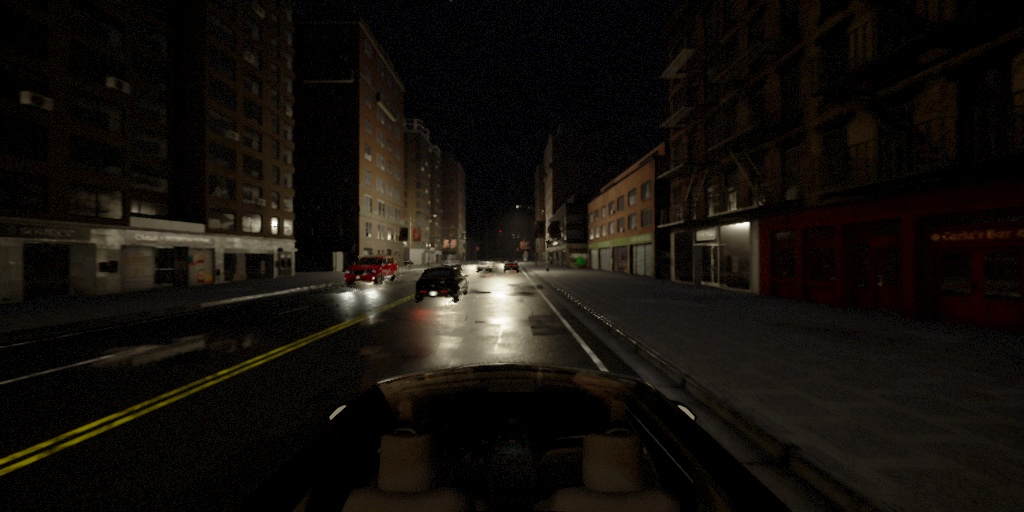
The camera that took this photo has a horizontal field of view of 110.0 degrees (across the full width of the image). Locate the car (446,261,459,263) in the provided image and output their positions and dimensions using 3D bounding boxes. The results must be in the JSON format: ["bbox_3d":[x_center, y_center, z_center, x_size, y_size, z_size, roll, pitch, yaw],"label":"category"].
[{"bbox_3d":[-6.760,1.268,40.206,2.128,1.511,4.902,0,0,0],"label":"car"}]

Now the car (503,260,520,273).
[{"bbox_3d":[-0.091,1.257,44.022,1.837,1.490,4.892,0,0,0],"label":"car"}]

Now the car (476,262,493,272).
[{"bbox_3d":[-3.344,1.364,45.043,1.895,1.301,4.718,0,0,0],"label":"car"}]

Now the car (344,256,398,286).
[{"bbox_3d":[-9.956,1.007,25.904,2.150,2.045,5.566,0,0,0],"label":"car"}]

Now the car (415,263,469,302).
[{"bbox_3d":[-3.211,1.267,16.980,1.837,1.490,4.892,0,0,0],"label":"car"}]
